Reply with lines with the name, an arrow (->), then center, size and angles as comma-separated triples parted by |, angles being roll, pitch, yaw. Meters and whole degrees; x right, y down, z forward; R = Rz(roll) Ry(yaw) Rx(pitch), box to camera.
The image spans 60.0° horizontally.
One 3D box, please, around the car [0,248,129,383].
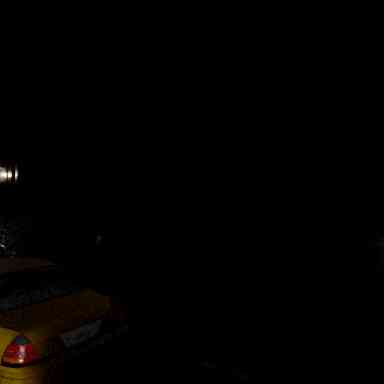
car -> -3.053, 1.543, 5.037 | 4.829, 1.417, 1.752 | -1, 0, 37
